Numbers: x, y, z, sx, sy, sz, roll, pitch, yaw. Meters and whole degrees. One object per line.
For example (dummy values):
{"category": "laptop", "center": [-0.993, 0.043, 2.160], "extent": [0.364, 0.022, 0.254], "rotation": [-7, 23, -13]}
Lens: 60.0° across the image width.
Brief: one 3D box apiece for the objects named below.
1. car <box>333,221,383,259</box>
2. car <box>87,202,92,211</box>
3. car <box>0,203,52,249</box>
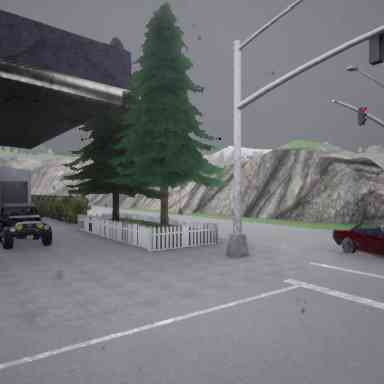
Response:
{"category": "car", "center": [7.019, 1.705, 11.431], "extent": [1.895, 1.301, 4.718], "rotation": [0, -1, -10]}
{"category": "car", "center": [-14.721, 1.669, 43.786], "extent": [1.882, 1.535, 5.008], "rotation": [0, 0, -36]}
{"category": "car", "center": [-8.047, 1.505, 15.803], "extent": [1.905, 1.878, 3.866], "rotation": [0, 0, -37]}
